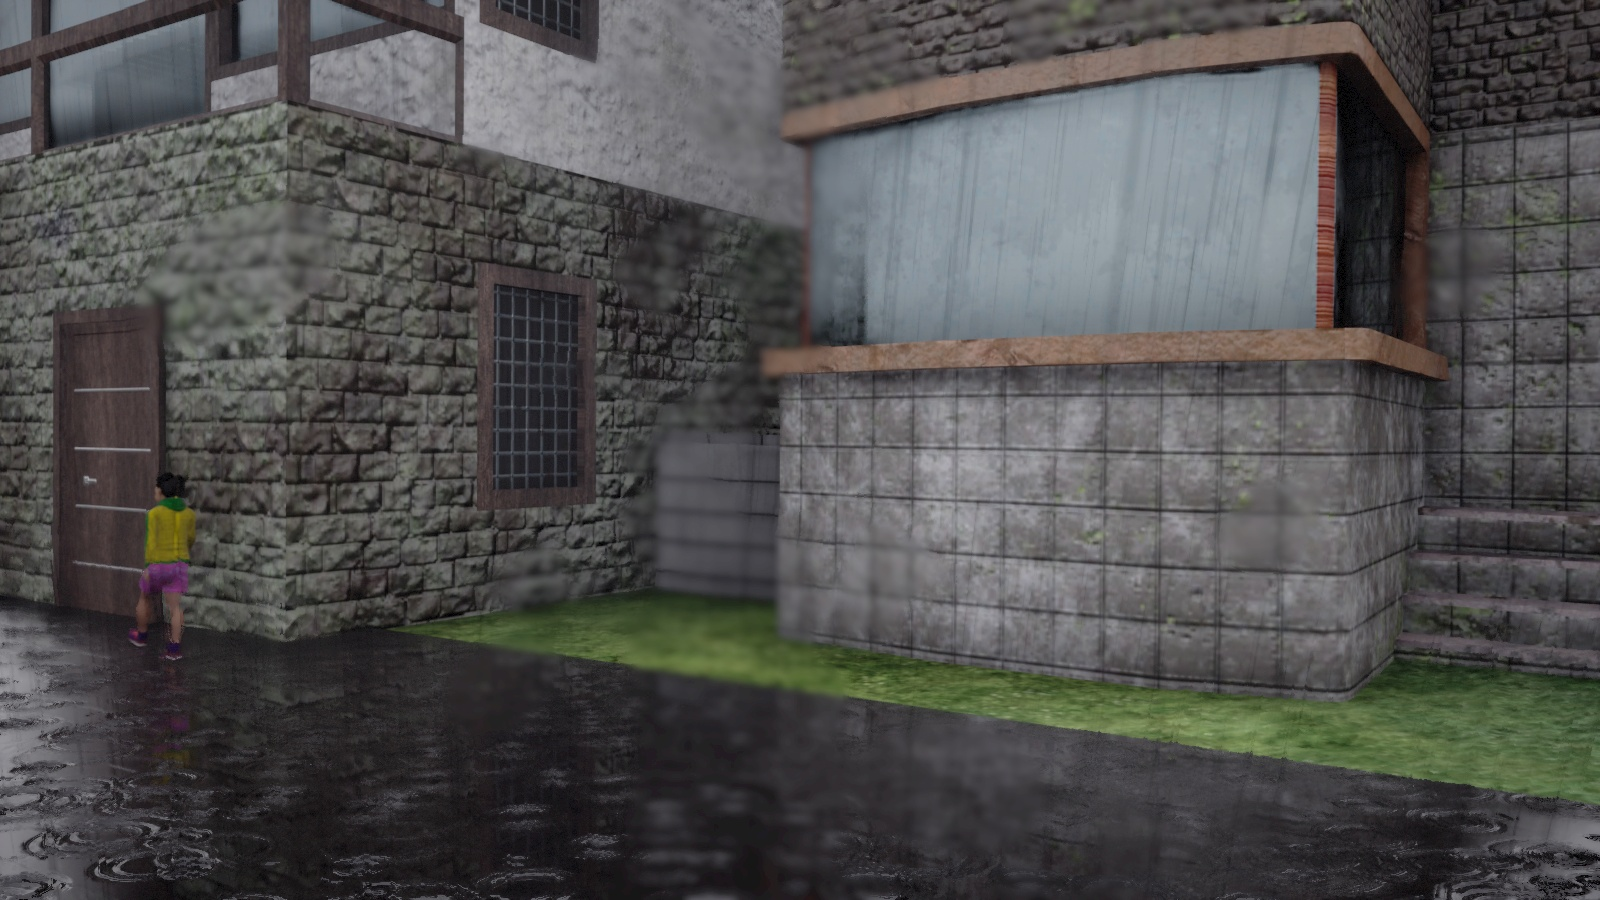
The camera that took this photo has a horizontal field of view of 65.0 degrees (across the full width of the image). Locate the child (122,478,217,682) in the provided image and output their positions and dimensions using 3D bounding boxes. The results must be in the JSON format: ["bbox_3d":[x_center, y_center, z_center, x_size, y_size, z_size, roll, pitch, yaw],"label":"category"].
[{"bbox_3d":[-3.749,0.752,7.463,0.473,1.160,0.299,0,1,35],"label":"child"}]
